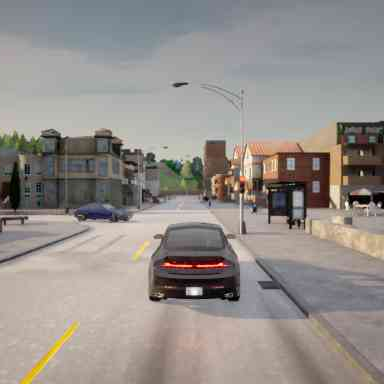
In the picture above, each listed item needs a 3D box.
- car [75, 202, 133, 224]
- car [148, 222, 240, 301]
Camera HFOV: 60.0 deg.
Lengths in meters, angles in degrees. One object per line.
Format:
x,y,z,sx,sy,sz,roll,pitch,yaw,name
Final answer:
-6.656,1.525,25.048,4.674,1.442,1.812,0,-1,24,car
0.062,1.505,8.294,1.837,1.490,4.892,0,0,1,car
